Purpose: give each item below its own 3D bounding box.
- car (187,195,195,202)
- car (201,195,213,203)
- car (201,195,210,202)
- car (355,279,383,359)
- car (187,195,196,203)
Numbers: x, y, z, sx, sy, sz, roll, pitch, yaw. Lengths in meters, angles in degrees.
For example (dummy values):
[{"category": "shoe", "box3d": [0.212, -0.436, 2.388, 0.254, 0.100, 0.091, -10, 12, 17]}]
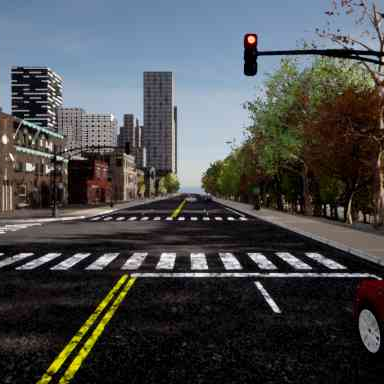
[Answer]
[{"category": "car", "box3d": [-0.178, 1.468, 77.360, 1.837, 1.490, 4.892, 0, 0, 0]}, {"category": "car", "box3d": [3.196, 1.522, 65.807, 2.033, 1.411, 5.357, 0, 0, 0]}, {"category": "car", "box3d": [3.076, 1.469, 76.301, 1.837, 1.490, 4.892, 0, 0, 0]}, {"category": "car", "box3d": [3.343, 1.477, 2.940, 1.882, 1.535, 5.008, 0, 0, 0]}, {"category": "car", "box3d": [-0.055, 1.575, 67.321, 1.895, 1.301, 4.718, 0, 0, 0]}]
